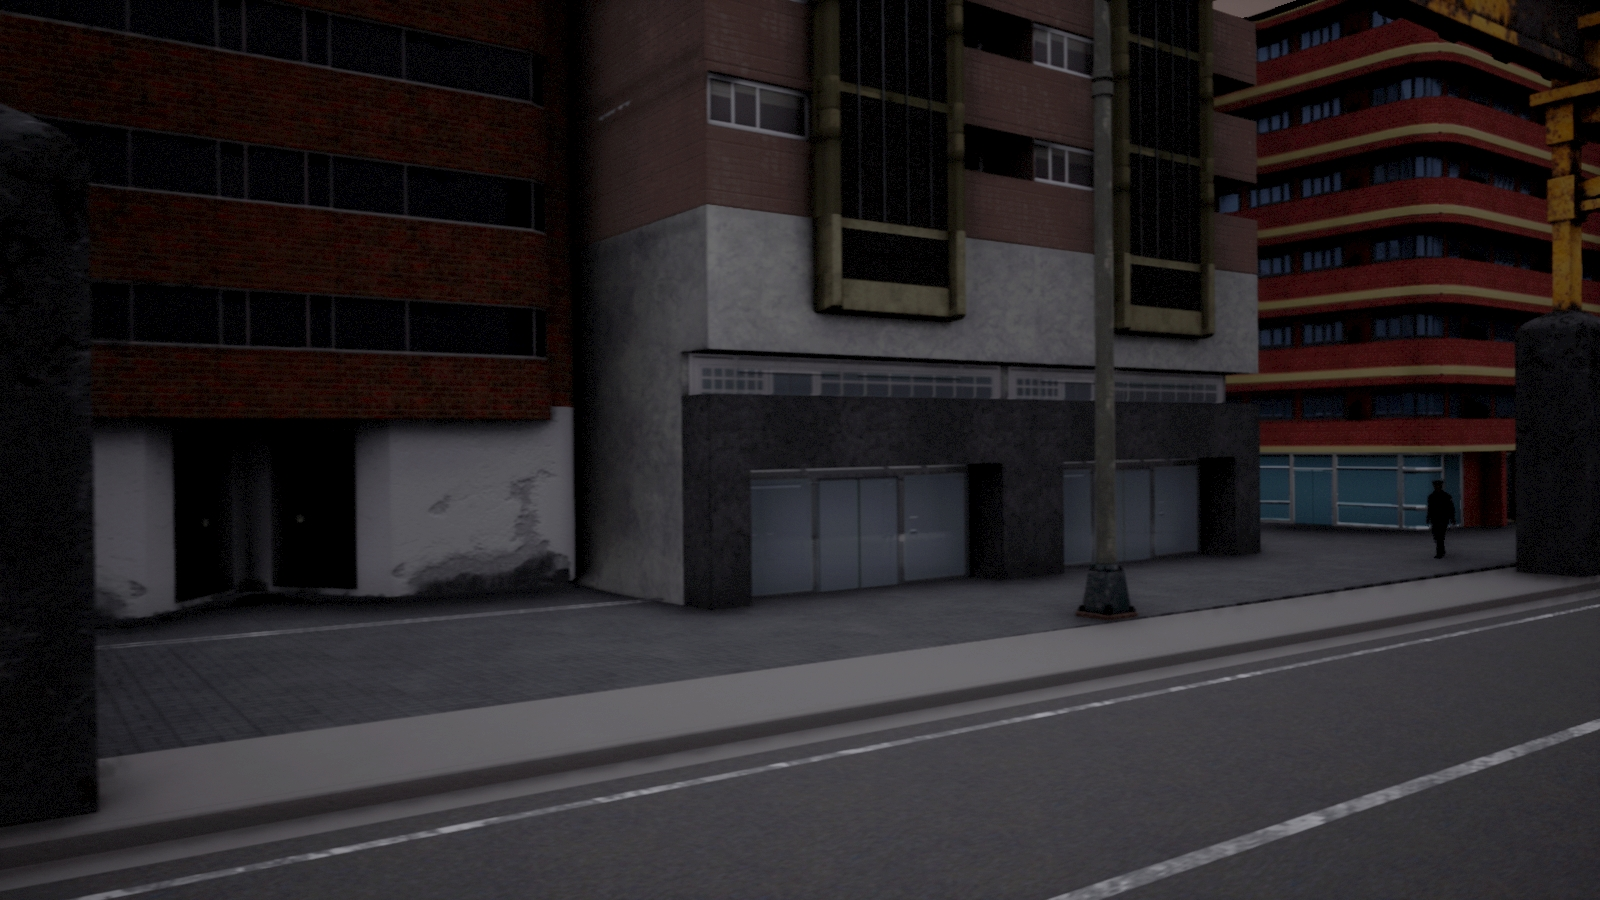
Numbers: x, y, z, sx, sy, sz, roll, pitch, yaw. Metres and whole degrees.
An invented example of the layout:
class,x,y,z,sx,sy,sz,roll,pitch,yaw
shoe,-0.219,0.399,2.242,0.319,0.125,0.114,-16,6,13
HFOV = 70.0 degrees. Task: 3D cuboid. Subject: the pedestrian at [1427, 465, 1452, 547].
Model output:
class,x,y,z,sx,sy,sz,roll,pitch,yaw
pedestrian,14.670,1.270,26.209,0.375,1.860,0.375,-1,1,-35
